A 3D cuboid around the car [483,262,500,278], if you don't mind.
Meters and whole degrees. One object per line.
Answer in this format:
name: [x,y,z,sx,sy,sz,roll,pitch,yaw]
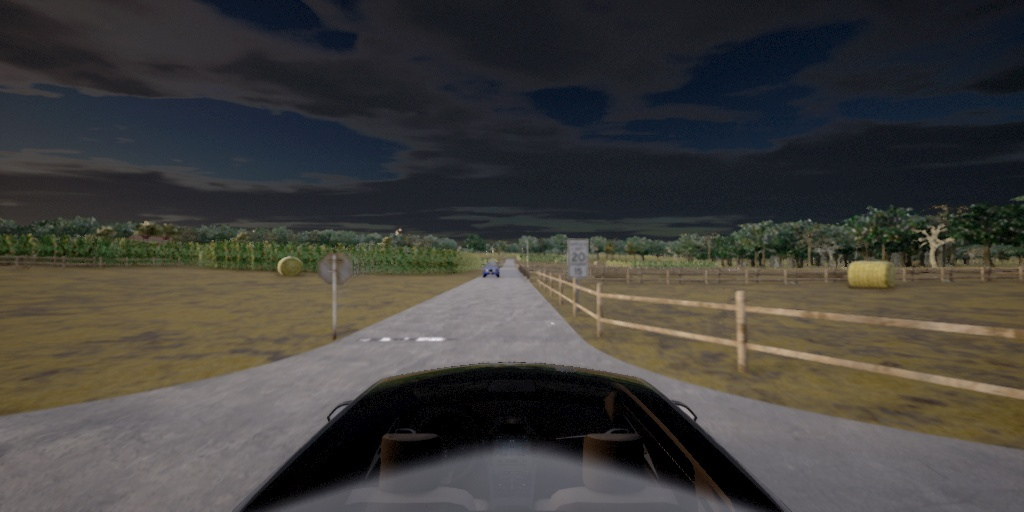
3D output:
car: [-2.814,1.916,49.854,2.150,2.045,5.566,0,-1,0]
